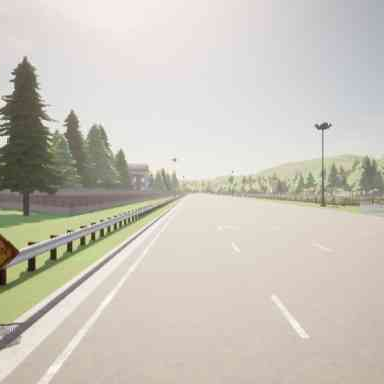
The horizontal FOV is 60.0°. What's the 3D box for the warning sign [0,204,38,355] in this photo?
[{"bbox_3d":[-3.050,1.112,4.649,1.300,1.860,1.060,0,0,0],"label":"warning sign"}]
